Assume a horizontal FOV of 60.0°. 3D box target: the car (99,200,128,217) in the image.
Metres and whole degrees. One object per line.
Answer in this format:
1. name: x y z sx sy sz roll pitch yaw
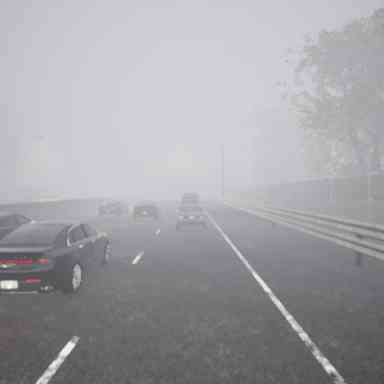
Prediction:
1. car: -7.127 1.435 30.467 2.128 1.511 4.902 0 0 0

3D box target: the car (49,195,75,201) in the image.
1. car: -17.900 1.437 47.380 2.128 1.511 4.902 0 0 0

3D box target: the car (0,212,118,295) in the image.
1. car: -3.454 1.493 8.692 1.837 1.490 4.892 0 0 0

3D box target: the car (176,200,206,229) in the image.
1. car: -0.056 1.488 21.300 2.033 1.411 5.357 0 0 0

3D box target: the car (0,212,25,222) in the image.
1. car: -6.980 1.471 12.092 1.882 1.535 5.008 0 0 0

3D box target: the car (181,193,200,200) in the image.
1. car: -0.220 1.109 41.832 2.150 2.045 5.566 0 0 0

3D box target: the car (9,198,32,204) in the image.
1. car: -24.899 1.534 48.712 1.994 1.385 4.181 0 0 0

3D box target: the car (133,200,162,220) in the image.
1. car: -3.601 1.415 27.469 1.882 1.535 5.008 0 0 0

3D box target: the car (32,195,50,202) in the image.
1. car: -21.397 1.304 49.794 2.097 1.767 4.553 0 0 0
